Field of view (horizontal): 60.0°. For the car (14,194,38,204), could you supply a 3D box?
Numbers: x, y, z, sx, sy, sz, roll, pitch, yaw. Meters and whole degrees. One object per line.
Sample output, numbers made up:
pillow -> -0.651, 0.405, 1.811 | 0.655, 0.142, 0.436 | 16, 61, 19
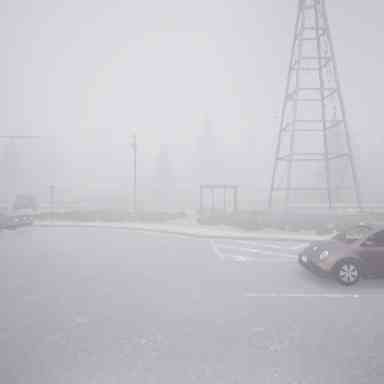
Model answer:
car -> -18.812, 1.221, 37.673 | 2.150, 2.045, 5.566 | 0, 0, -24

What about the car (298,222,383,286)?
car -> 4.890, 1.521, 8.735 | 3.905, 1.438, 1.784 | 0, 0, 0

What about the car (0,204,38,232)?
car -> -11.837, 1.547, 18.791 | 5.357, 1.411, 2.033 | 0, 0, 5
